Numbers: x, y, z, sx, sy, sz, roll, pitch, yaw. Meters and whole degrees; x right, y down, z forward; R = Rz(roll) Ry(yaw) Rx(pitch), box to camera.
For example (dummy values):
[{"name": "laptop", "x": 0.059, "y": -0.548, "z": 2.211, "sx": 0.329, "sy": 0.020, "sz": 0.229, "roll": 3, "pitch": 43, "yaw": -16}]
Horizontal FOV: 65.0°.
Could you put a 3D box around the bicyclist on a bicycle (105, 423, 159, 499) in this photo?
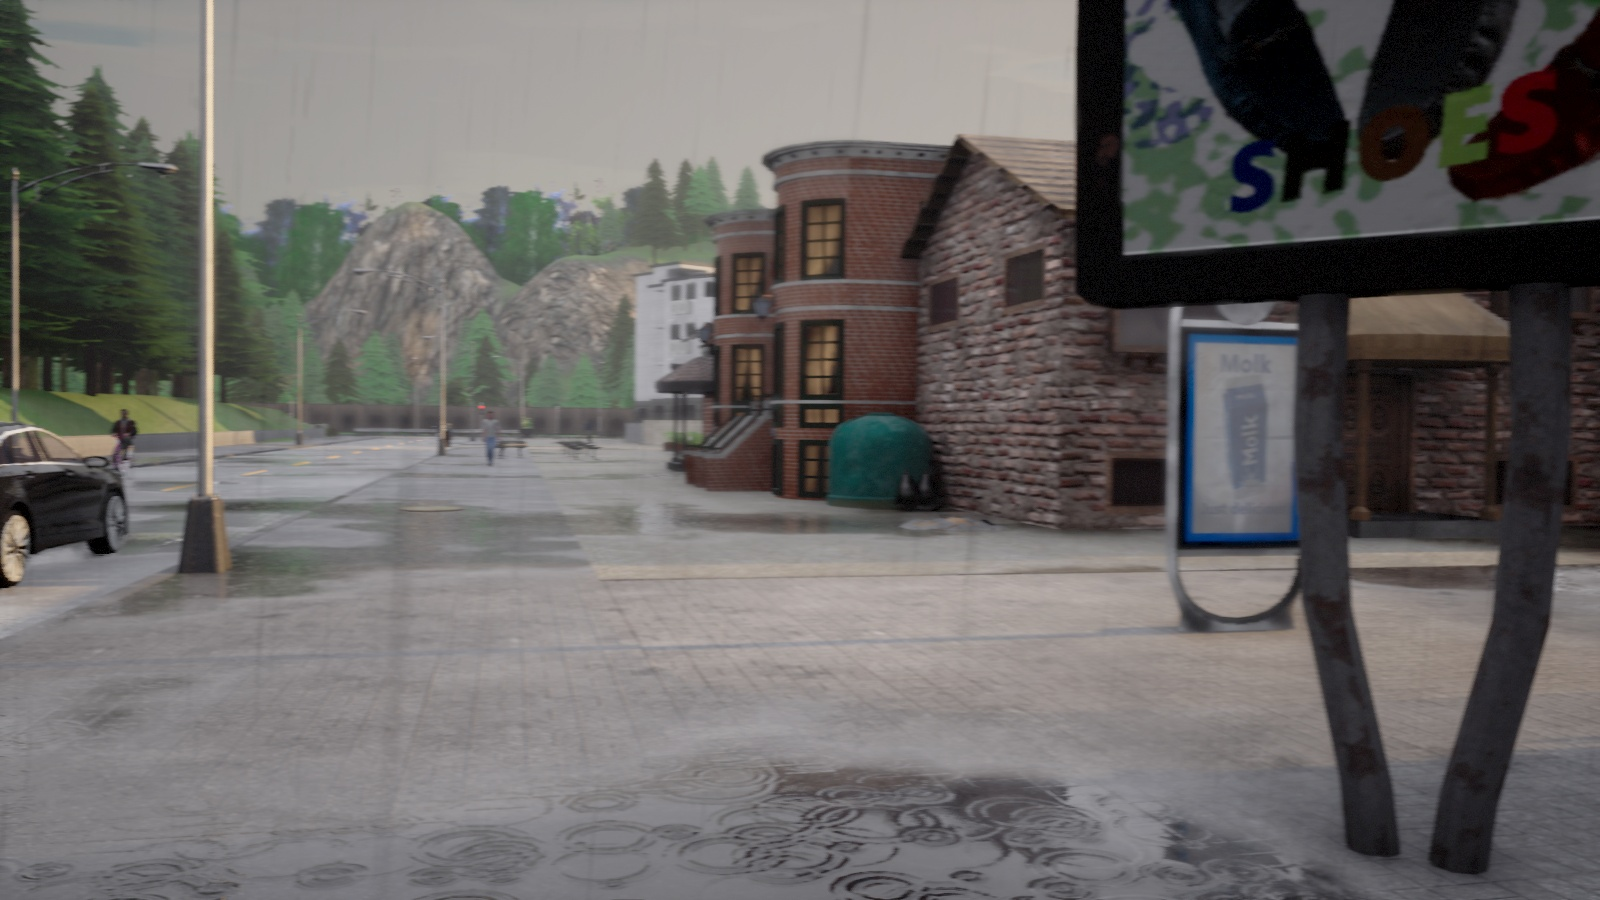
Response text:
[{"name": "bicyclist on a bicycle", "x": -16.141, "y": 0.237, "z": 30.382, "sx": 0.659, "sy": 1.776, "sz": 1.843, "roll": -1, "pitch": 1, "yaw": -13}]

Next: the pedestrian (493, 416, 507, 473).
[{"name": "pedestrian", "x": -9.743, "y": -0.186, "z": 40.795, "sx": 0.354, "sy": 1.836, "sz": 0.706, "roll": -1, "pitch": 1, "yaw": -10}]

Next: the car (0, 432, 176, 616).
[{"name": "car", "x": -8.073, "y": 0.589, "z": 12.567, "sx": 2.128, "sy": 1.511, "sz": 4.902, "roll": -1, "pitch": 1, "yaw": -12}]
